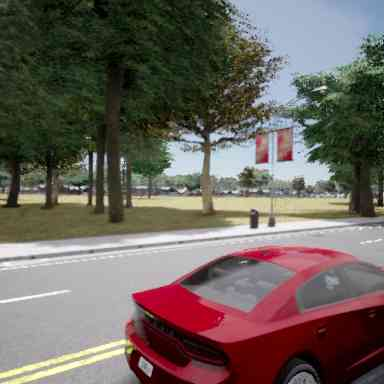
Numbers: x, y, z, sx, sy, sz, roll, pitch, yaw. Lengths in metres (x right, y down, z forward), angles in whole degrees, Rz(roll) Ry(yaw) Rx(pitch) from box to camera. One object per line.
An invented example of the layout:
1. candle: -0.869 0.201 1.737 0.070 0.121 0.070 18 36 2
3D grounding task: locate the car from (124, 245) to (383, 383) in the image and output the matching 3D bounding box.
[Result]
1. car: 1.581 1.484 4.565 5.008 1.535 1.882 0 0 -35
